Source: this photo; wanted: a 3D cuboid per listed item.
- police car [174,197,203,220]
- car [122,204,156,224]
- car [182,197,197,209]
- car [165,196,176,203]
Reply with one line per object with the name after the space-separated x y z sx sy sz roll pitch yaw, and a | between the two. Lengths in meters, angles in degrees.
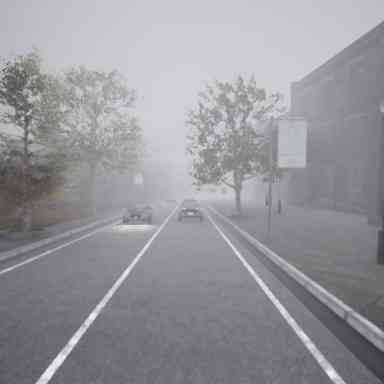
-0.139 1.473 27.719 2.038 1.542 4.974 0 0 0 | police car
-3.804 1.545 24.443 1.994 1.385 4.181 0 0 0 | car
-0.327 1.426 45.735 1.882 1.535 5.008 0 0 0 | car
-4.083 1.481 64.922 2.033 1.411 5.357 0 0 0 | car
